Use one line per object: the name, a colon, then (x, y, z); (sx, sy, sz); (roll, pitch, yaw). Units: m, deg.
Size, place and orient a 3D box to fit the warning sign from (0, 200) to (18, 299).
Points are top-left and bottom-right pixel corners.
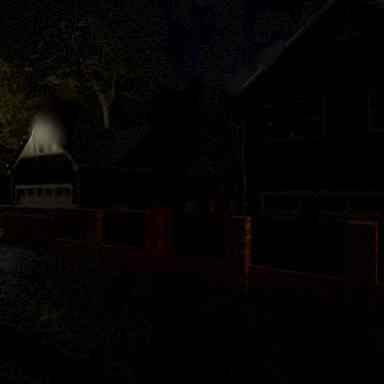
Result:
warning sign: (-4.263, 1.108, 6.349); (1.060, 1.860, 1.300); (0, 0, 35)
